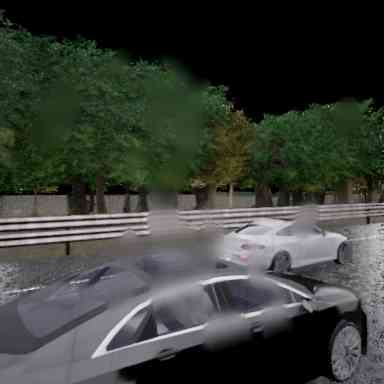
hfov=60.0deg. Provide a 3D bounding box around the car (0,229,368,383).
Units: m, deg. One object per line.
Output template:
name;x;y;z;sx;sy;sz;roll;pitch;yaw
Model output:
car;0.085;1.484;3.769;4.902;1.511;2.128;0;0;-35

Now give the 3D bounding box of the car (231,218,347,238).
car;2.837;1.503;9.955;4.674;1.442;1.812;0;0;-35
